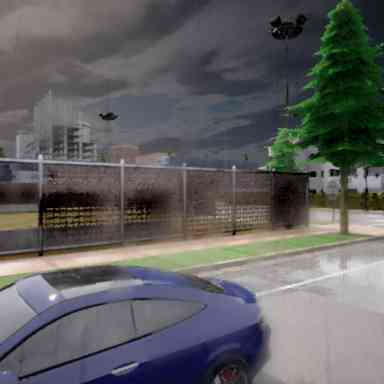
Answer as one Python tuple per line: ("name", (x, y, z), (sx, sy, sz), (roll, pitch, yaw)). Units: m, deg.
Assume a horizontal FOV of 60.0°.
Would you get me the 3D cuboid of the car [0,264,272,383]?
("car", (-1.234, 1.523, 3.090), (4.674, 1.442, 1.812), (0, 0, -36))
